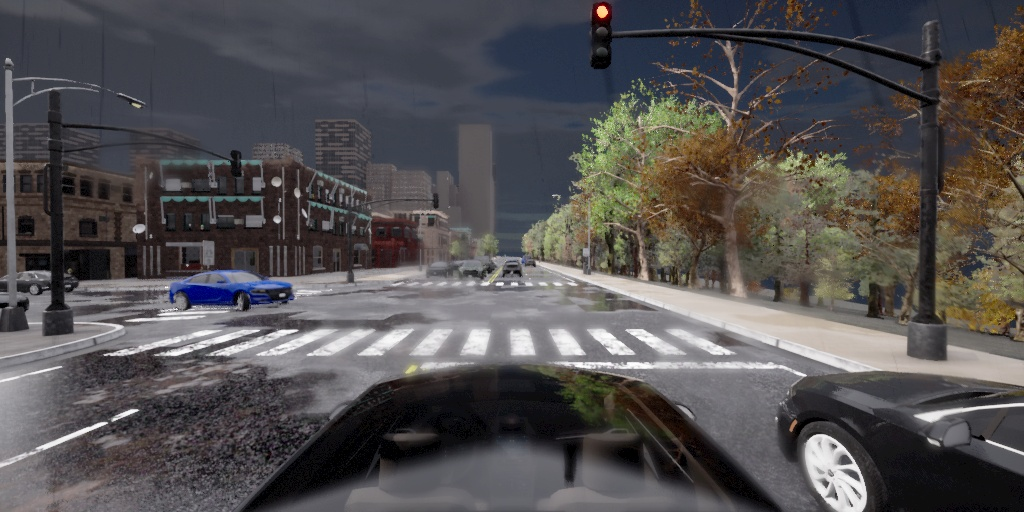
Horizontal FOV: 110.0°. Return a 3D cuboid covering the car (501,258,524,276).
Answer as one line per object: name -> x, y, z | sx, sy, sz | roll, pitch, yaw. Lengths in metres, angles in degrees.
car -> 0.009, 1.245, 36.316 | 1.837, 1.490, 4.892 | 0, 1, 0

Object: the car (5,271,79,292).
car -> -28.326, 1.559, 21.131 | 4.403, 1.370, 2.007 | 0, 0, 0

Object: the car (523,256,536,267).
car -> 3.203, 1.231, 63.662 | 1.837, 1.490, 4.892 | 0, 0, 0

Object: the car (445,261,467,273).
car -> -6.683, 1.336, 43.487 | 1.895, 1.301, 4.718 | 0, 0, 0

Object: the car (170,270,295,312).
car -> -11.177, 1.307, 14.381 | 5.008, 1.535, 1.882 | -2, 0, 16

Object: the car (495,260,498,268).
car -> -3.457, 1.296, 50.784 | 1.994, 1.385, 4.181 | 0, 0, 0

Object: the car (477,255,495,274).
car -> -3.435, 0.958, 41.278 | 2.150, 2.045, 5.566 | 0, 0, 0

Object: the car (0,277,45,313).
car -> -19.973, 1.565, 12.639 | 4.313, 1.339, 1.948 | 0, 0, 0

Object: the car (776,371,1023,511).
car -> 3.366, 1.255, 1.263 | 1.837, 1.490, 4.892 | 0, 0, -2

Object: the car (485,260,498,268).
car -> -3.449, 1.328, 61.065 | 1.895, 1.301, 4.718 | 0, 0, 1

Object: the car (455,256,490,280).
car -> -3.413, 1.092, 31.699 | 2.097, 1.767, 4.553 | 0, 0, 0

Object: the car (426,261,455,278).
car -> -6.664, 1.217, 33.525 | 1.882, 1.535, 5.008 | 0, 0, 0
